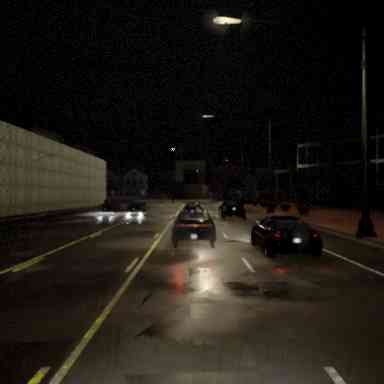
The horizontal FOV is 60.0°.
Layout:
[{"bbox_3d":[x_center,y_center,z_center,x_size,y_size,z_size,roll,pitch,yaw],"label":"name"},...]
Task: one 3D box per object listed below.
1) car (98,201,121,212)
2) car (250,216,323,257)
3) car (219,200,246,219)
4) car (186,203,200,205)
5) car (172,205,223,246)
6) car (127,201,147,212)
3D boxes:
[{"bbox_3d":[-10.577,1.791,42.733,1.895,1.301,4.718,0,0,0],"label":"car"},{"bbox_3d":[3.576,1.624,13.269,1.994,1.385,4.181,0,0,0],"label":"car"},{"bbox_3d":[3.586,1.489,30.513,2.097,1.767,4.553,0,0,0],"label":"car"},{"bbox_3d":[0.089,1.704,31.376,1.994,1.385,4.181,0,0,0],"label":"car"},{"bbox_3d":[0.086,1.561,15.556,2.128,1.511,4.902,0,0,0],"label":"car"},{"bbox_3d":[-7.077,1.791,42.731,1.895,1.301,4.718,0,0,0],"label":"car"}]
